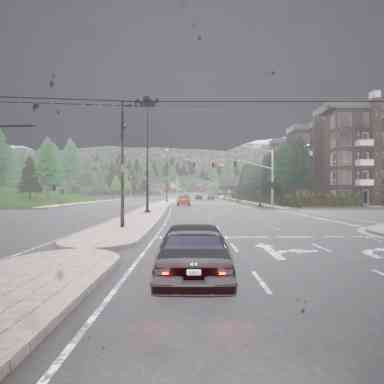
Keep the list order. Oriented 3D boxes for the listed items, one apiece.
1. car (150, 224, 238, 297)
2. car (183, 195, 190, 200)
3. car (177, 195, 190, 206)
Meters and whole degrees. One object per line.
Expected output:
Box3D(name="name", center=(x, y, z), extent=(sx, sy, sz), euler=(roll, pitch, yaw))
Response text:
Box3D(name="car", center=(0.042, 1.547, 8.725), extent=(2.033, 1.411, 5.357), euler=(0, 0, 0))
Box3D(name="car", center=(-1.556, 1.524, 95.473), extent=(1.812, 1.442, 4.674), euler=(0, 0, 0))
Box3D(name="car", center=(-1.364, 1.352, 54.470), extent=(2.097, 1.767, 4.553), euler=(0, 0, -1))
